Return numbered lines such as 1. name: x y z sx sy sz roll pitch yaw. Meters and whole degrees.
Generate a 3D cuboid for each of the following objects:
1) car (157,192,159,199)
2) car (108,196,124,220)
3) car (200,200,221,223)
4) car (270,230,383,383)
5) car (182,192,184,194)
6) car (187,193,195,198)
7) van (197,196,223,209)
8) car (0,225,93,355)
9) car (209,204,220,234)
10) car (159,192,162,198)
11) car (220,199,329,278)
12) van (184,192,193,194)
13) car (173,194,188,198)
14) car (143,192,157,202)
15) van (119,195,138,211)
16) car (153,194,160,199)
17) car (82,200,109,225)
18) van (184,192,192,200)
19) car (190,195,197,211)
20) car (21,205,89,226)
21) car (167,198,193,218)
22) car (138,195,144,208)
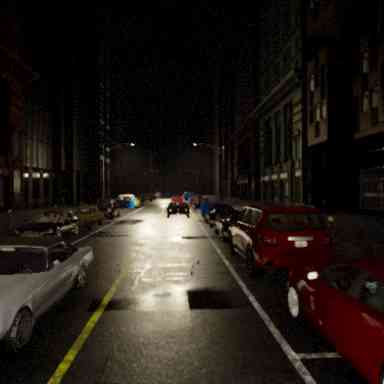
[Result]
1. car: -9.304 1.248 77.070 1.887 1.381 4.507 0 0 -3
2. car: -6.942 1.359 26.398 1.967 1.590 4.097 0 0 -3
3. car: 1.836 1.449 21.177 1.947 1.339 4.313 0 0 -3
4. car: 2.623 1.505 4.285 1.887 1.381 4.507 0 0 -3
5. car: -0.528 0.979 71.851 2.192 1.841 5.009 0 0 -3
6. car: 0.523 1.301 49.329 1.887 1.381 4.507 0 0 -3
7. van: 1.572 1.199 26.806 1.690 1.788 3.998 0 0 -3
8. car: -3.334 1.593 6.153 1.895 1.301 4.718 0 0 -3
9. car: 2.098 1.475 15.546 1.947 1.339 4.313 0 0 -3
10. car: -9.829 1.213 88.330 2.008 1.369 4.403 0 0 -3
11. car: 2.360 1.250 9.915 2.192 1.841 5.009 0 0 -3
12. van: -0.265 1.027 66.221 1.690 1.788 3.998 0 0 -3
13. car: -1.905 1.324 44.115 1.812 1.442 4.674 0 0 -3
14. car: -8.780 1.062 65.809 2.192 1.841 5.009 0 0 -3
15. van: -7.468 1.209 37.658 1.690 1.788 3.998 0 0 -3
16. car: -10.091 1.224 93.960 1.802 1.307 4.206 0 0 -3
17. car: -6.672 1.470 20.599 1.752 1.417 4.829 0 0 -3
18. van: -1.053 0.963 83.111 1.690 1.788 3.998 0 0 -3
19. car: 1.048 1.372 38.068 1.947 1.339 4.313 0 0 -3
20. car: -6.417 1.521 15.139 2.008 1.369 4.403 0 0 -3
21. car: -1.191 1.467 28.829 1.895 1.301 4.718 0 0 -3
22. car: -7.721 1.368 43.119 1.752 1.417 4.829 0 0 -3
